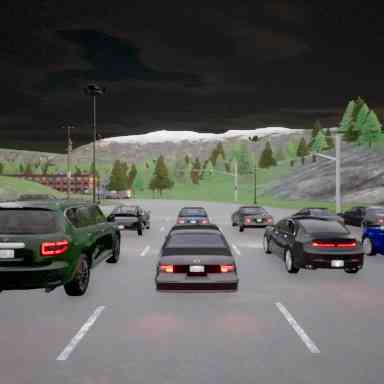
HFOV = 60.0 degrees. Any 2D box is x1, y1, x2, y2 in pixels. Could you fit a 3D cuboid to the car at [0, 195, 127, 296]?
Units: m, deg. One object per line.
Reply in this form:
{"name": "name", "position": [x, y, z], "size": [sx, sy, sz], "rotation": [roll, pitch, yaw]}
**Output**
{"name": "car", "position": [-3.417, 1.221, 8.757], "size": [2.150, 2.045, 5.566], "rotation": [0, 0, 0]}

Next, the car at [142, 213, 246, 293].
{"name": "car", "position": [0.085, 1.547, 9.000], "size": [2.033, 1.411, 5.357], "rotation": [0, 0, 0]}

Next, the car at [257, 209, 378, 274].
{"name": "car", "position": [3.580, 1.505, 10.592], "size": [1.837, 1.490, 4.892], "rotation": [0, 0, 0]}

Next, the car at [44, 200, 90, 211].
{"name": "car", "position": [-14.827, 1.601, 39.634], "size": [4.718, 1.301, 1.895], "rotation": [0, 0, -3]}

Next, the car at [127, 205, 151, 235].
{"name": "car", "position": [-3.453, 1.492, 18.611], "size": [2.128, 1.511, 4.902], "rotation": [0, 0, 0]}

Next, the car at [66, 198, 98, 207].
{"name": "car", "position": [-16.617, 1.563, 50.242], "size": [4.181, 1.385, 1.994], "rotation": [0, 0, -4]}

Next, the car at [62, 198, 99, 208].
{"name": "car", "position": [-15.628, 1.526, 46.686], "size": [4.674, 1.442, 1.812], "rotation": [0, 0, -4]}

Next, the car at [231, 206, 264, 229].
{"name": "car", "position": [3.527, 1.547, 20.085], "size": [2.033, 1.411, 5.357], "rotation": [0, 0, -1]}

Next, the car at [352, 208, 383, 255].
{"name": "car", "position": [7.079, 1.478, 10.076], "size": [1.882, 1.535, 5.008], "rotation": [0, 0, 0]}

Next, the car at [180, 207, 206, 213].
{"name": "car", "position": [0.050, 1.547, 19.070], "size": [2.033, 1.411, 5.357], "rotation": [0, 0, 0]}

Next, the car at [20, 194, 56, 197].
{"name": "car", "position": [-15.923, 1.221, 36.058], "size": [5.566, 2.045, 2.150], "rotation": [0, 0, -1]}

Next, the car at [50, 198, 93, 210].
{"name": "car", "position": [-15.586, 1.505, 43.169], "size": [4.892, 1.490, 1.837], "rotation": [0, 0, -3]}

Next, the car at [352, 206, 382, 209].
{"name": "car", "position": [10.528, 1.547, 20.036], "size": [2.033, 1.411, 5.357], "rotation": [0, 0, -1]}

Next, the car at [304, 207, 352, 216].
{"name": "car", "position": [7.039, 1.564, 19.064], "size": [1.994, 1.385, 4.181], "rotation": [0, 0, 0]}
